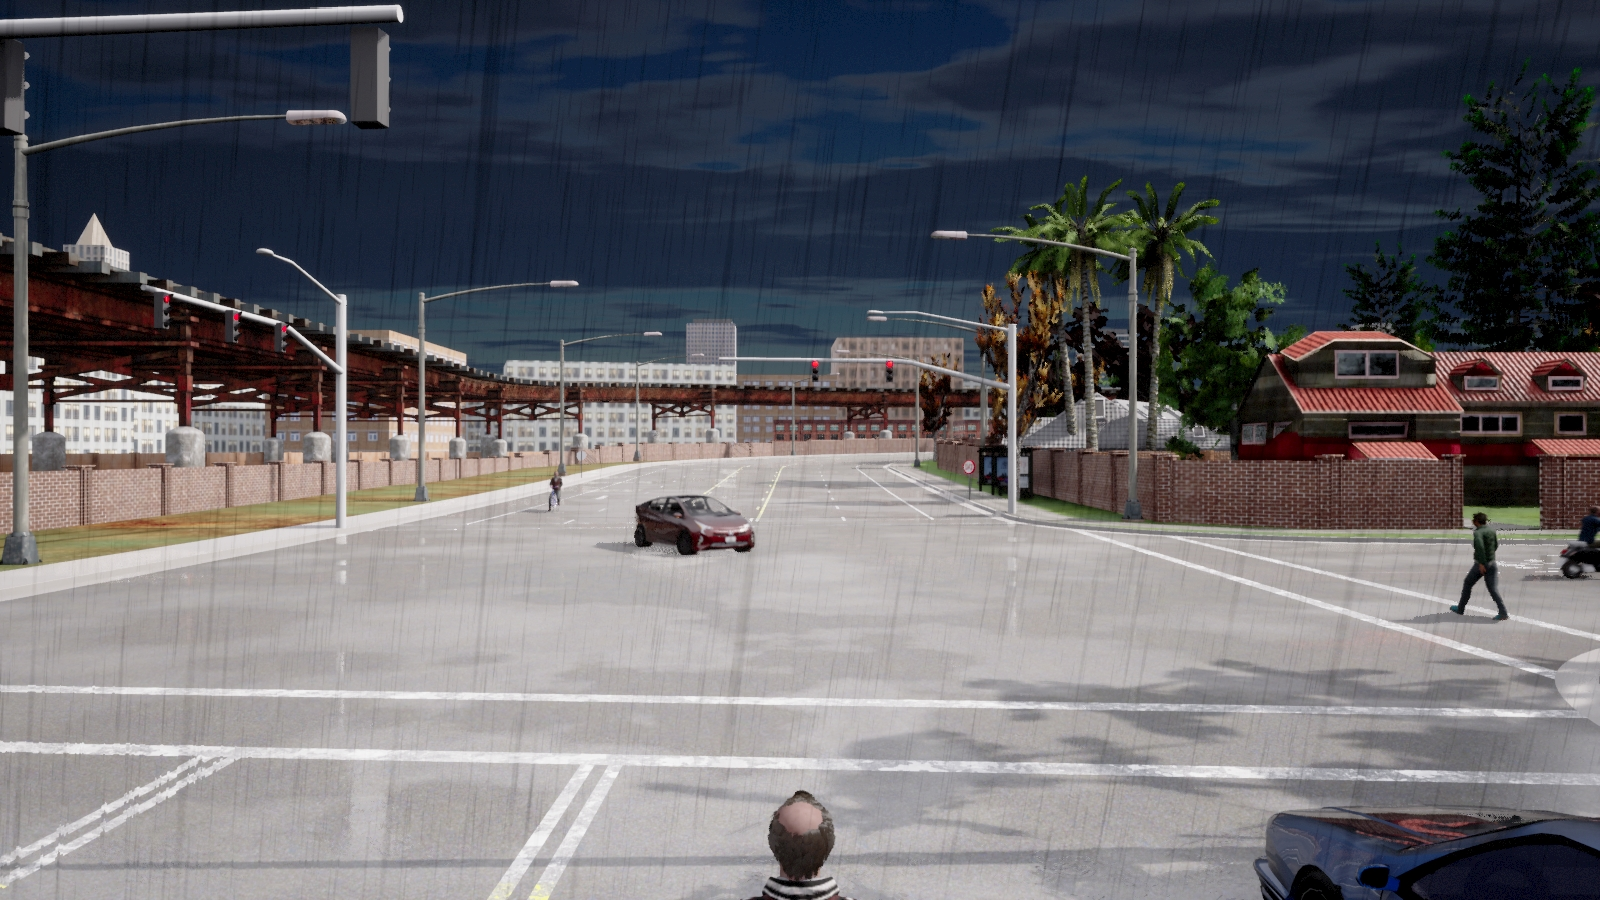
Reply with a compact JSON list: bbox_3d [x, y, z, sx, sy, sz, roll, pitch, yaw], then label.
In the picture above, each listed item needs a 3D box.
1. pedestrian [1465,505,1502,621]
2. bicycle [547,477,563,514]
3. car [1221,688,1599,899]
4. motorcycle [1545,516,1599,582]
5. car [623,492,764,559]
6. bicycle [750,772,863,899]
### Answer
[{"bbox_3d":[11.267,1.848,18.832,0.375,1.860,0.375,0,0,-17],"label":"pedestrian"},{"bbox_3d":[-10.519,1.934,49.111,0.329,1.496,1.835,0,0,0],"label":"bicycle"},{"bbox_3d":[3.467,2.106,4.038,2.033,1.411,5.357,0,0,1],"label":"car"},{"bbox_3d":[17.316,2.133,24.739,1.805,1.341,0.856,0,0,1],"label":"motorcycle"},{"bbox_3d":[-3.026,2.022,31.623,2.007,1.525,4.514,0,0,-33],"label":"car"},{"bbox_3d":[0.019,2.048,3.681,0.329,1.496,1.835,0,0,0],"label":"bicycle"}]
